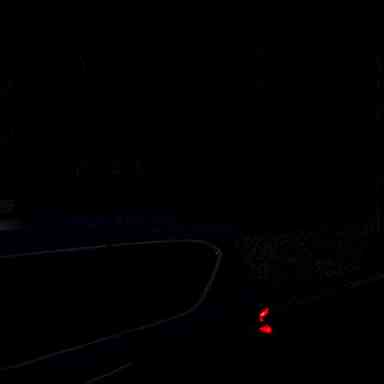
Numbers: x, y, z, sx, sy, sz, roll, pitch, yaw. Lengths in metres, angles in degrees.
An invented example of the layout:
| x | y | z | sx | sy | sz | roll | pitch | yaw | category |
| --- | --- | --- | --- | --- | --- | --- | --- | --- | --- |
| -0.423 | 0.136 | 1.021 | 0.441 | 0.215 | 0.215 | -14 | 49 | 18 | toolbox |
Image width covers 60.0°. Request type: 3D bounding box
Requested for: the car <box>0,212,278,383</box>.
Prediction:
| x | y | z | sx | sy | sz | roll | pitch | yaw | category |
| --- | --- | --- | --- | --- | --- | --- | --- | --- | --- |
| -1.878 | 1.221 | 2.037 | 5.566 | 2.045 | 2.150 | 0 | 0 | -36 | car |
